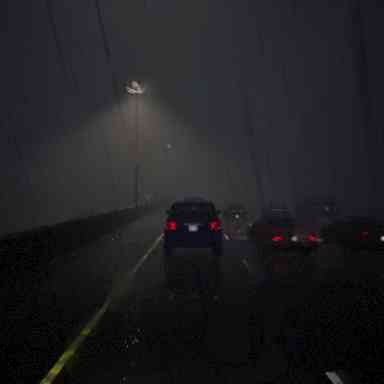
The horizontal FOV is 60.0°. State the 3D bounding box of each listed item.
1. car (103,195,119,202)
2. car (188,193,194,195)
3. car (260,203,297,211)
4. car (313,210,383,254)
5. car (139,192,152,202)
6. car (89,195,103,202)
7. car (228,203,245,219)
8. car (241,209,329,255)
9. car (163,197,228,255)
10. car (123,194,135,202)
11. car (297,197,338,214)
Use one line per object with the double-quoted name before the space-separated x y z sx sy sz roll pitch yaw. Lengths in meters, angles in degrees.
"car" -17.024 1.400 71.839 1.837 1.490 4.892 0 1 0
"car" 0.166 1.407 28.956 2.150 2.045 5.566 0 0 0
"car" 7.172 1.683 29.193 2.128 1.511 4.902 0 0 1
"car" 7.064 1.698 14.220 1.994 1.385 4.181 0 0 1
"car" -10.025 1.125 71.754 2.150 2.045 5.566 0 1 0
"car" -20.524 1.440 71.865 2.033 1.411 5.357 0 1 0
"car" 3.672 1.698 29.230 1.837 1.490 4.892 0 0 1
"car" 3.557 1.678 13.921 2.033 1.411 5.357 0 -1 0
"car" 0.057 1.348 13.965 2.150 2.045 5.566 0 0 0
"car" -13.524 1.254 71.841 2.097 1.767 4.553 0 1 0
"car" 10.666 1.407 28.880 2.150 2.045 5.566 0 0 0
